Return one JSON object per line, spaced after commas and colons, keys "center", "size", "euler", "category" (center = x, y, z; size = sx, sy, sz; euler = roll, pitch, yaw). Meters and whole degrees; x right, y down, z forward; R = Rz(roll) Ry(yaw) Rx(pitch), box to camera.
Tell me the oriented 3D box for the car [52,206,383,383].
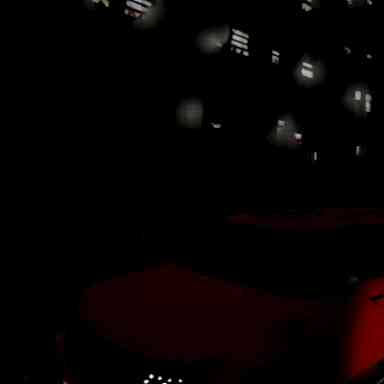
{"center": [1.294, 1.244, 4.186], "size": [5.566, 2.045, 2.150], "euler": [0, 0, -36], "category": "car"}
